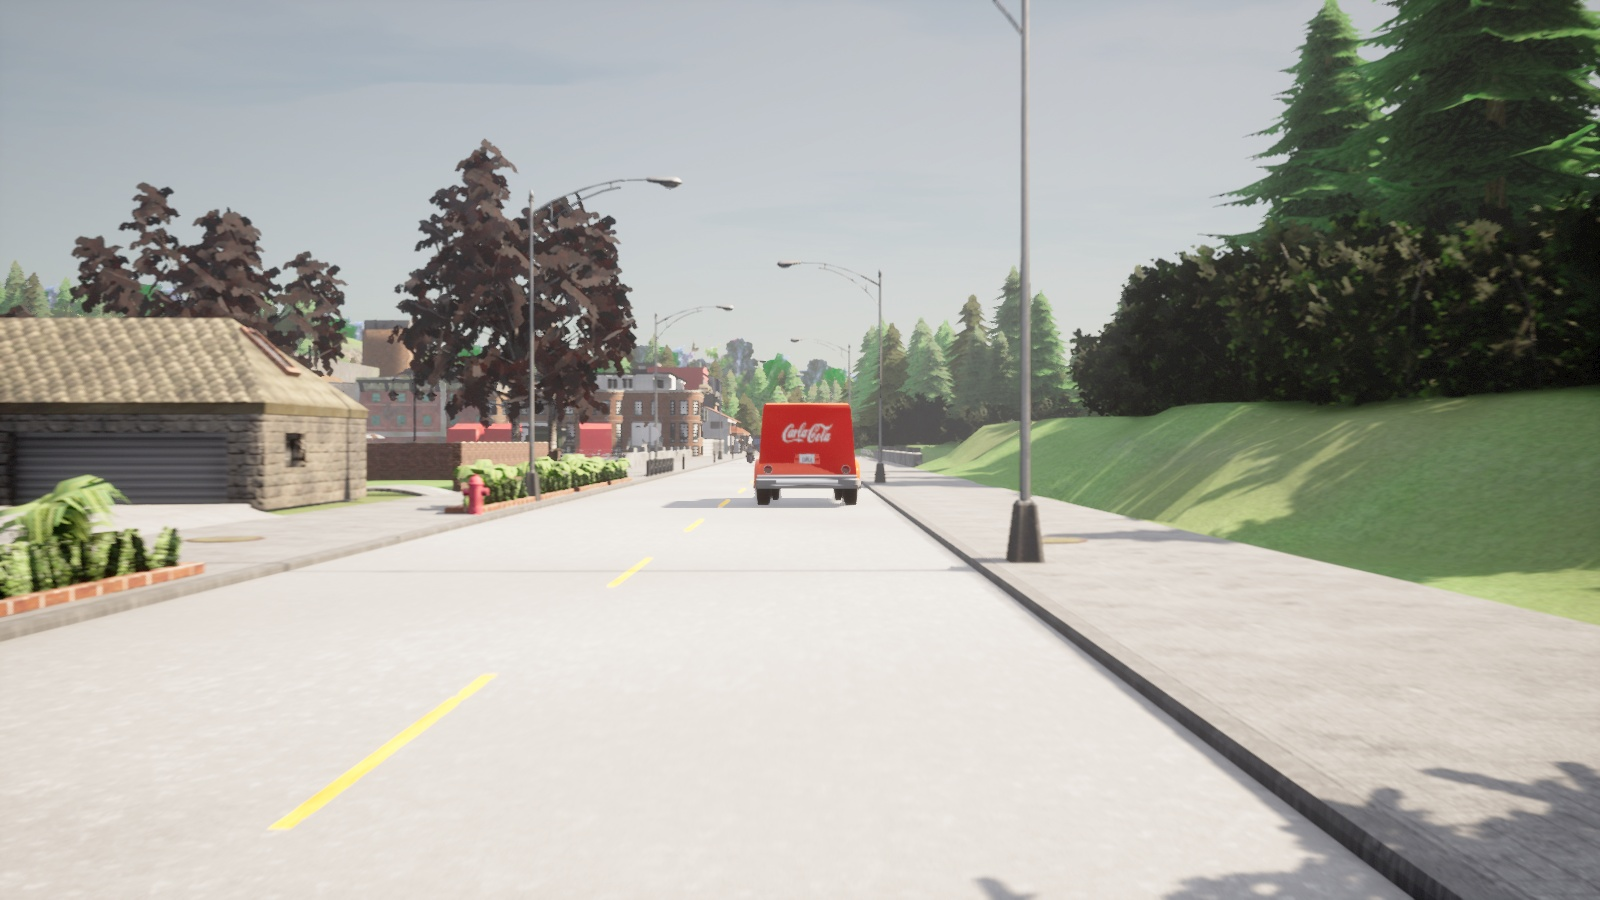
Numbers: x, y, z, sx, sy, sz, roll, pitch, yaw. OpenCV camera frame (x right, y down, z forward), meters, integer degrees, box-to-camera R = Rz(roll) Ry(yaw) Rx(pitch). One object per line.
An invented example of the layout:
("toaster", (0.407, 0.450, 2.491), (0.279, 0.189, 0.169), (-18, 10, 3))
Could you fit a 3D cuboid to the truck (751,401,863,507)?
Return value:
("truck", (0.179, 0.083, 31.977), (2.627, 2.467, 5.204), (0, 0, 0))
